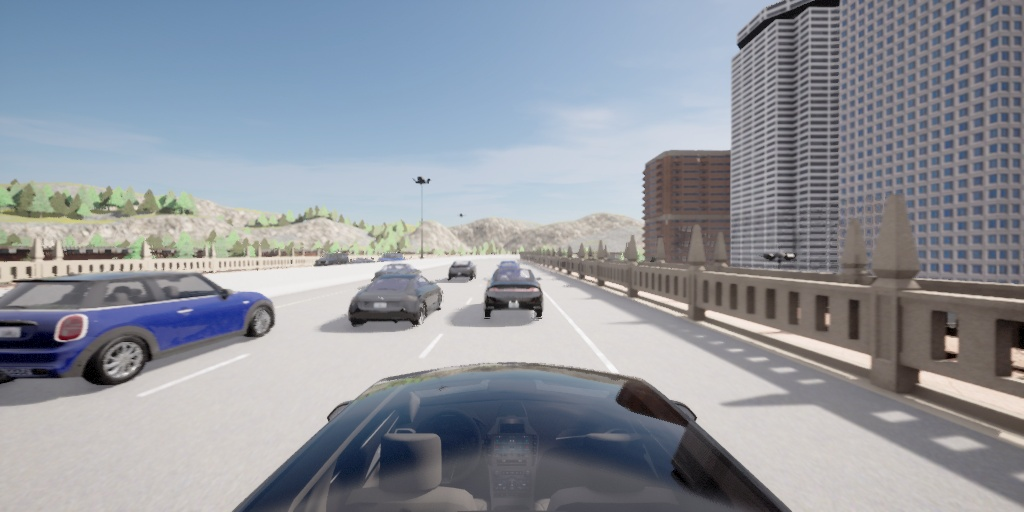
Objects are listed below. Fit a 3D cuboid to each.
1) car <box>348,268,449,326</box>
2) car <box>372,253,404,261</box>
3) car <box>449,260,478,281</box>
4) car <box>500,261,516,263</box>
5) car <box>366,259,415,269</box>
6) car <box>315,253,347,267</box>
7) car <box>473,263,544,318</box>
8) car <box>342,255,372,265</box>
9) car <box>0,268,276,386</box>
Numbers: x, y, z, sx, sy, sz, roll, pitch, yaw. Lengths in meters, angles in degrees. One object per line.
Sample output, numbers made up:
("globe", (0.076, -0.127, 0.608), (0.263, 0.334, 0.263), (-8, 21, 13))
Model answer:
("car", (-3.459, 1.245, 11.395), (1.994, 1.385, 4.181), (0, 0, 0))
("car", (-14.926, 0.670, 44.215), (2.150, 2.045, 5.566), (0, 0, -1))
("car", (-3.788, 1.055, 27.865), (2.128, 1.511, 4.902), (0, 0, -1))
("car", (-0.320, 1.081, 28.924), (1.812, 1.442, 4.674), (0, 0, -2))
("car", (-7.173, 1.146, 22.935), (2.033, 1.411, 5.357), (0, 0, -1))
("car", (-21.923, 0.671, 44.049), (2.150, 2.045, 5.566), (0, 0, -1))
("car", (0.033, 1.164, 12.544), (2.128, 1.511, 4.902), (0, 0, 0))
("car", (-18.421, 0.940, 44.023), (2.128, 1.511, 4.902), (0, 0, -1))
("car", (-6.950, 1.063, 7.092), (2.097, 1.767, 4.553), (0, 0, 0))
